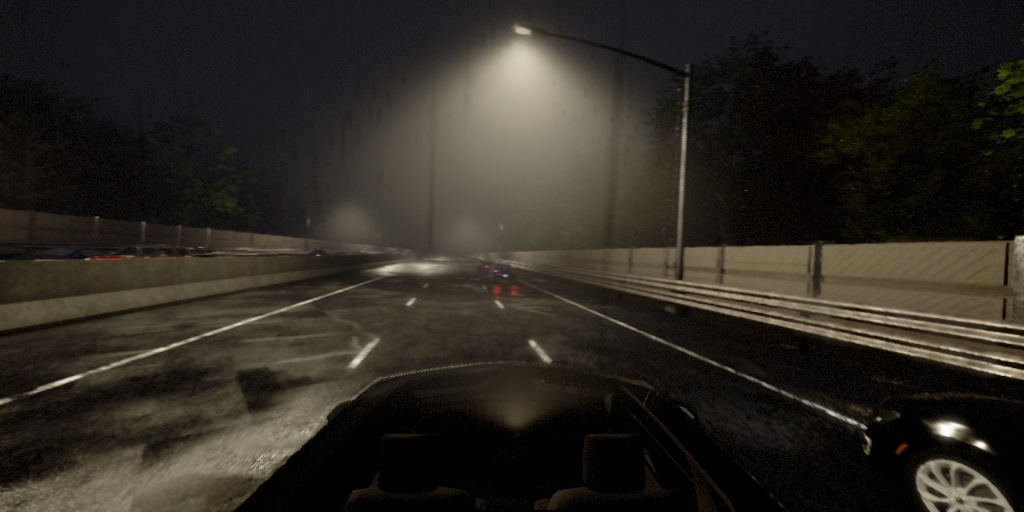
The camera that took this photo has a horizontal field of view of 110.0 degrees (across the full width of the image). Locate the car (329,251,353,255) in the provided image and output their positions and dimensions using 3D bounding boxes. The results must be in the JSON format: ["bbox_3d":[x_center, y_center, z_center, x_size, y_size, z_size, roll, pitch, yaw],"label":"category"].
[{"bbox_3d":[-26.616,-0.024,56.879,2.033,1.411,5.357,3,0,-9],"label":"car"}]

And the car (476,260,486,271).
[{"bbox_3d":[-3.249,1.169,43.861,1.994,1.385,4.181,3,0,-9],"label":"car"}]

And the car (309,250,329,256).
[{"bbox_3d":[-30.023,-0.250,56.007,1.837,1.490,4.892,3,0,-8],"label":"car"}]

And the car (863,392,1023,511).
[{"bbox_3d":[4.455,1.481,1.338,1.837,1.490,4.892,3,0,-9],"label":"car"}]

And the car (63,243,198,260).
[{"bbox_3d":[-16.758,0.257,16.427,2.097,1.767,4.553,3,0,-9],"label":"car"}]

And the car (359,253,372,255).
[{"bbox_3d":[-23.045,0.187,56.618,1.994,1.385,4.181,3,0,-8],"label":"car"}]

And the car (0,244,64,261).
[{"bbox_3d":[-20.306,0.291,16.427,1.994,1.385,4.181,3,0,-9],"label":"car"}]

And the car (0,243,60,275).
[{"bbox_3d":[-23.793,0.114,16.081,1.994,1.385,4.181,3,0,-9],"label":"car"}]

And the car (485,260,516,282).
[{"bbox_3d":[-0.814,1.244,28.464,1.812,1.442,4.674,3,0,-9],"label":"car"}]
